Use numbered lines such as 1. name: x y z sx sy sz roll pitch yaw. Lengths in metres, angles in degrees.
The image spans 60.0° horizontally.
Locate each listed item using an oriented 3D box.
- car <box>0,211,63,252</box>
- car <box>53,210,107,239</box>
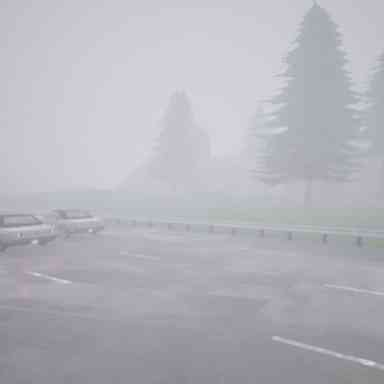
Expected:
1. car: -7.705 1.576 13.790 4.718 1.301 1.895 0 0 36
2. car: -6.717 1.574 17.384 4.718 1.301 1.895 0 0 36
